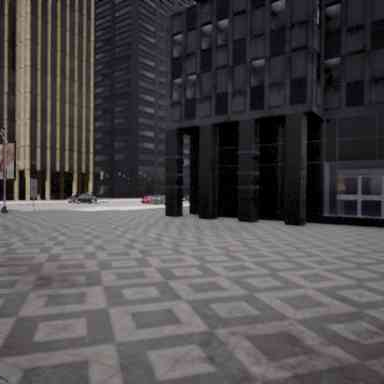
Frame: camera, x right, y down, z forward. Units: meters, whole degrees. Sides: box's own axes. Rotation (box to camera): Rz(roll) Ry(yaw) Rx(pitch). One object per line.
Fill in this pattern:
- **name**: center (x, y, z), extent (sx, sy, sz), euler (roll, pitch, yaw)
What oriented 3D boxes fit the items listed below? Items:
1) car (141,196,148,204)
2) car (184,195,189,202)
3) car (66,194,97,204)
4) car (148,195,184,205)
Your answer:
- **car**: center (-6.312, 1.226, 54.424), extent (1.994, 1.385, 4.181), euler (1, 0, 36)
- **car**: center (-0.053, 1.205, 63.201), extent (1.812, 1.442, 4.674), euler (1, 0, 36)
- **car**: center (-16.863, 1.072, 51.099), extent (1.837, 1.490, 4.892), euler (1, 0, 36)
- **car**: center (-4.048, 1.194, 52.017), extent (2.128, 1.511, 4.902), euler (1, 0, 36)
